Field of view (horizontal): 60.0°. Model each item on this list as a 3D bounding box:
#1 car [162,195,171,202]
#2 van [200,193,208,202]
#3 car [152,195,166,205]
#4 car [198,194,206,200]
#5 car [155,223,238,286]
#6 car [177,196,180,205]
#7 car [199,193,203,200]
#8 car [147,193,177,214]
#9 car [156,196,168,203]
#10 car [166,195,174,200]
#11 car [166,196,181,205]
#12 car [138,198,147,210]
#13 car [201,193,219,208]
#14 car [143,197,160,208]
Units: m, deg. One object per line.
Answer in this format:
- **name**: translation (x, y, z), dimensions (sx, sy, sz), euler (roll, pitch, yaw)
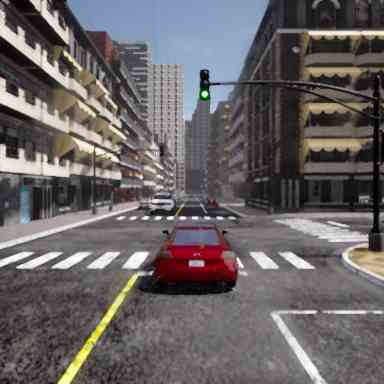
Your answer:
- **car**: translation (-5.682, 1.386, 74.657), dimensions (1.752, 1.417, 4.829), euler (-1, 0, 0)
- **van**: translation (2.697, 1.201, 74.819), dimensions (1.690, 1.788, 3.998), euler (-1, 0, 0)
- **car**: translation (-5.687, 1.324, 58.243), dimensions (1.967, 1.590, 4.097), euler (-1, 0, 0)
- **car**: translation (2.702, 1.385, 91.404), dimensions (1.887, 1.381, 4.507), euler (-1, 0, 0)
- **car**: translation (0.103, 1.541, 9.361), dimensions (1.994, 1.385, 4.181), euler (0, 0, 0)
- **car**: translation (-3.066, 1.469, 45.310), dimensions (1.994, 1.385, 4.181), euler (0, 0, 1)
- **car**: translation (2.697, 1.426, 63.764), dimensions (2.008, 1.369, 4.403), euler (-1, 0, 0)
- **car**: translation (-3.072, 1.144, 35.247), dimensions (2.150, 2.045, 5.566), euler (0, 0, 0)
- **car**: translation (-5.684, 1.458, 63.771), dimensions (1.802, 1.307, 4.206), euler (-1, 0, 0)
- **car**: translation (-5.679, 1.429, 85.883), dimensions (1.802, 1.307, 4.206), euler (-1, 0, 0)
- **car**: translation (-3.006, 1.380, 55.502), dimensions (2.128, 1.511, 4.902), euler (0, 0, 1)
- **car**: translation (-5.688, 1.462, 41.659), dimensions (2.008, 1.369, 4.403), euler (0, 0, 0)
- **car**: translation (2.692, 1.342, 47.180), dimensions (1.967, 1.590, 4.097), euler (-1, 0, 0)
- **car**: translation (-5.688, 1.468, 47.187), dimensions (1.947, 1.339, 4.313), euler (0, 0, 0)
